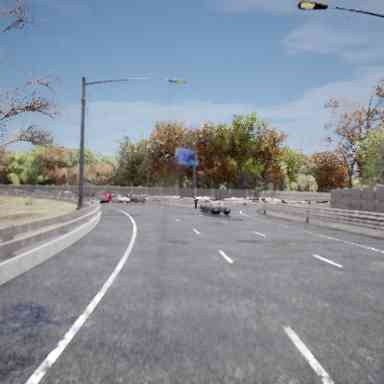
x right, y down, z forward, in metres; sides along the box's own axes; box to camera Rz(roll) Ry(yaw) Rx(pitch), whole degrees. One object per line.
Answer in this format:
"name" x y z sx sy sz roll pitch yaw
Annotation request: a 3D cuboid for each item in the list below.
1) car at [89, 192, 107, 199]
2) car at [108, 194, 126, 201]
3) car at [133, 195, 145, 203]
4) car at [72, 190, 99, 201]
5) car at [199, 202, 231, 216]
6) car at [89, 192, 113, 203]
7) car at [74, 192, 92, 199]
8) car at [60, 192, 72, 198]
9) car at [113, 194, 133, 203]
"car" -22.011 0.788 77.612 1.837 1.490 4.892 2 0 -44
"car" -15.733 1.171 69.883 1.812 1.442 4.674 2 0 -39
"car" -10.329 1.287 62.040 2.128 1.511 4.902 2 0 -32
"car" -20.908 0.710 65.134 2.150 2.045 5.566 2 0 -39
"car" 2.220 1.722 33.971 1.895 1.301 4.718 2 0 -17
"car" -15.823 1.188 57.612 1.994 1.385 4.181 2 0 -32
"car" -24.649 0.801 75.308 1.895 1.301 4.718 2 0 -44
"car" -27.242 0.677 72.962 1.994 1.385 4.181 2 0 -44
"car" -12.716 1.320 59.224 1.895 1.301 4.718 2 0 -32
